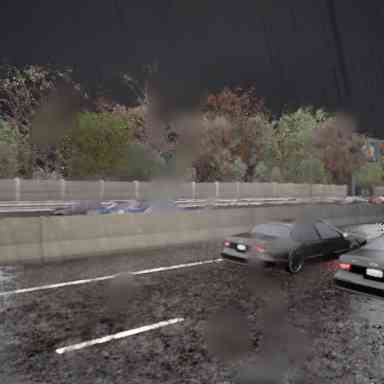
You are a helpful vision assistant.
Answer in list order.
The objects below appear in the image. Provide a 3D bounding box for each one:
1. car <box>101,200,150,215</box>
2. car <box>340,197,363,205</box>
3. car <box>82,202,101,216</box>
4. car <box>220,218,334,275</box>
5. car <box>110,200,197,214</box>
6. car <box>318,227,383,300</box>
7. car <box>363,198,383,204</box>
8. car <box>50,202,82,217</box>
[{"bbox_3d":[-3.534,1.347,22.968,4.553,1.767,2.097,0,0,-35],"label":"car"},{"bbox_3d":[25.038,1.518,51.888,4.674,1.442,1.812,0,0,-35],"label":"car"},{"bbox_3d":[-5.706,1.521,25.719,4.674,1.442,1.812,0,0,-36],"label":"car"},{"bbox_3d":[3.383,1.542,10.461,5.357,1.411,2.033,0,0,-35],"label":"car"},{"bbox_3d":[-1.955,1.473,19.796,5.008,1.535,1.882,0,0,-35],"label":"car"},{"bbox_3d":[5.425,1.542,7.617,5.357,1.411,2.033,0,0,-36],"label":"car"},{"bbox_3d":[28.074,1.593,49.754,4.718,1.301,1.895,0,0,-35],"label":"car"},{"bbox_3d":[-8.894,1.544,27.738,5.357,1.411,2.033,0,0,-36],"label":"car"}]
